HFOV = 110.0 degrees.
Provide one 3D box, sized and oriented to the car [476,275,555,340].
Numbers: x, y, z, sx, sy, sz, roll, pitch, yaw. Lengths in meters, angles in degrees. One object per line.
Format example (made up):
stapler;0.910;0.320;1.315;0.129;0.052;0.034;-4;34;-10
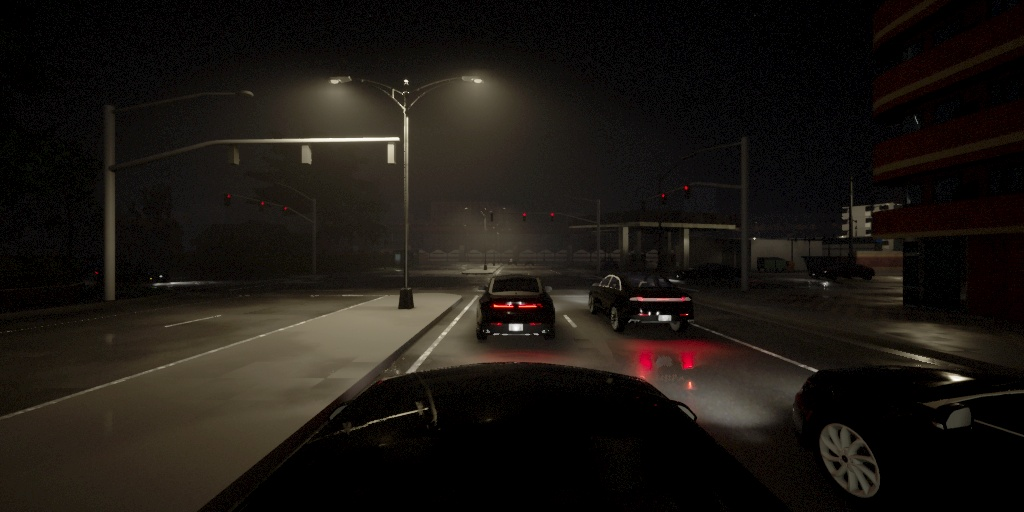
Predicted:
car;0.098;1.255;9.979;1.837;1.490;4.892;0;0;0

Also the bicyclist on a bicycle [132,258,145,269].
bicyclist on a bicycle;-38.217;1.053;36.720;0.582;1.620;1.656;0;0;0

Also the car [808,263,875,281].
car;27.544;1.276;29.976;4.674;1.442;1.812;0;0;-1

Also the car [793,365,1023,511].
car;3.600;1.255;1.425;1.837;1.490;4.892;0;0;0

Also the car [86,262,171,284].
car;-27.753;1.314;26.298;4.181;1.385;1.994;0;0;0

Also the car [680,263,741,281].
car;16.413;1.297;29.820;5.357;1.411;2.033;0;0;-1

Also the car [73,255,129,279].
car;-35.195;0.971;29.955;5.566;2.045;2.150;0;0;0

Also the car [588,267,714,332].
car;3.605;1.242;10.833;2.128;1.511;4.902;0;0;0
